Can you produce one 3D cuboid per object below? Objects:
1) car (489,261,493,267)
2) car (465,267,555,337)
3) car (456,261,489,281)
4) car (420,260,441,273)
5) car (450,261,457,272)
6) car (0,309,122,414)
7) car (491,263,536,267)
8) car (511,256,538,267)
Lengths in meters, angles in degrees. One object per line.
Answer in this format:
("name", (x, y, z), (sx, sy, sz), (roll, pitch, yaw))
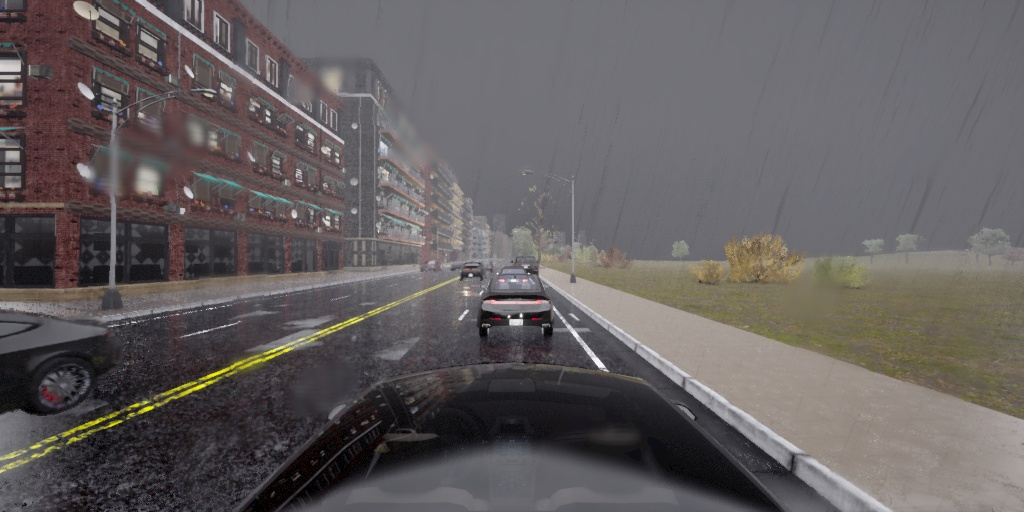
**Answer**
("car", (-3.225, 1.301, 44.612), (2.033, 1.411, 5.357), (0, 0, 0))
("car", (0.087, 1.243, 10.292), (2.128, 1.511, 4.902), (0, 0, 0))
("car", (-3.198, 1.255, 30.170), (1.837, 1.490, 4.892), (0, -1, 0))
("car", (-9.922, 1.279, 43.972), (1.812, 1.442, 4.674), (0, 0, 0))
("car", (-6.675, 1.301, 45.868), (2.033, 1.411, 5.357), (0, 0, 0))
("car", (-6.616, 1.276, 3.306), (1.812, 1.442, 4.674), (0, 0, 0))
("car", (0.072, 1.300, 20.732), (2.033, 1.411, 5.357), (0, 0, 0))
("car", (1.088, 0.979, 30.944), (2.150, 2.045, 5.566), (0, 0, 0))
